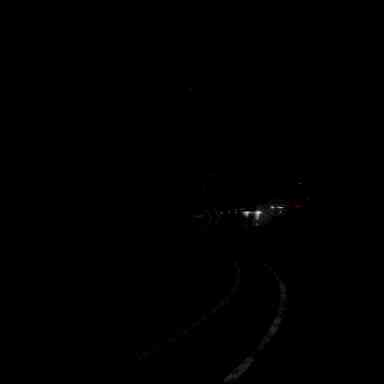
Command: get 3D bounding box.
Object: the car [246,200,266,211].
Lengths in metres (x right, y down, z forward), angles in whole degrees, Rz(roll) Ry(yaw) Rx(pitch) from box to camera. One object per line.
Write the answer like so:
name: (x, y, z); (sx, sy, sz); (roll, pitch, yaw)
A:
car: (8.932, 1.879, 46.316); (1.837, 1.490, 4.892); (-1, 0, 25)

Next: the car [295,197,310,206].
car: (20.686, 1.796, 63.037); (1.837, 1.490, 4.892); (-1, 0, 25)

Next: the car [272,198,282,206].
car: (15.941, 1.856, 61.210); (1.812, 1.442, 4.674); (-1, 0, 26)

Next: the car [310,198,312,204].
car: (25.090, 1.847, 72.481); (2.128, 1.511, 4.902); (-1, -1, 25)
